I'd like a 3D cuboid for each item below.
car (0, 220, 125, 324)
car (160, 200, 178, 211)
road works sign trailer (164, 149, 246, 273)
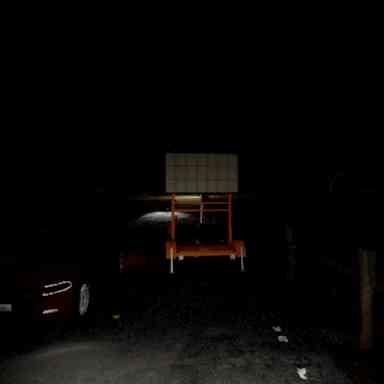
[{"bbox_3d":[-2.839,1.472,7.519,1.882,1.535,5.008,0,0,0],"label":"car"},{"bbox_3d":[-2.685,1.546,38.864,1.895,1.301,4.718,0,0,0],"label":"car"},{"bbox_3d":[0.292,0.456,10.673,2.380,3.560,2.880,0,0,-6],"label":"road works sign trailer"}]
